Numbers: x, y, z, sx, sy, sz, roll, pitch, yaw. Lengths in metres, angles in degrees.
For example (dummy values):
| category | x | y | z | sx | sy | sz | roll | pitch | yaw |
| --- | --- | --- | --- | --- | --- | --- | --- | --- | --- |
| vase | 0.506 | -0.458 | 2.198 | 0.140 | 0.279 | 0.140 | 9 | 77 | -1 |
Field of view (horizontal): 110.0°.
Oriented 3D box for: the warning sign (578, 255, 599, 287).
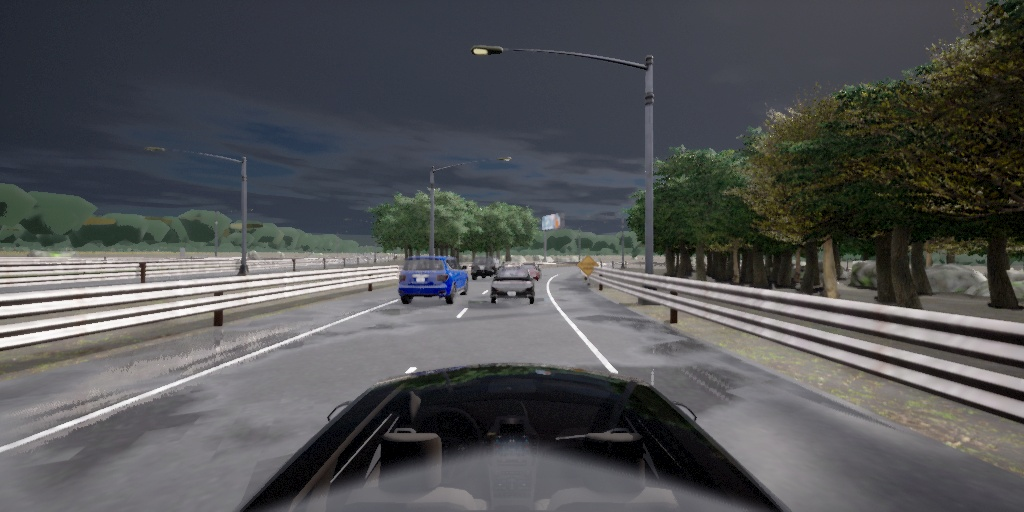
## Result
| category | x | y | z | sx | sy | sz | roll | pitch | yaw |
| --- | --- | --- | --- | --- | --- | --- | --- | --- | --- |
| warning sign | 4.618 | 0.875 | 21.673 | 1.300 | 1.860 | 1.060 | 0 | 0 | 5 |

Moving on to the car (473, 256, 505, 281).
| category | x | y | z | sx | sy | sz | roll | pitch | yaw |
| --- | --- | --- | --- | --- | --- | --- | --- | --- | --- |
| car | -1.966 | 1.062 | 31.180 | 2.150 | 2.045 | 5.566 | 0 | 0 | 9 |

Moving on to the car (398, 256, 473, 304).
| category | x | y | z | sx | sy | sz | roll | pitch | yaw |
| --- | --- | --- | --- | --- | --- | --- | --- | --- | --- |
| car | -3.408 | 1.014 | 16.463 | 2.150 | 2.045 | 5.566 | 0 | 0 | 2 |

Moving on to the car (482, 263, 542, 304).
| category | x | y | z | sx | sy | sz | roll | pitch | yaw |
| --- | --- | --- | --- | --- | --- | --- | --- | --- | --- |
| car | 0.088 | 1.249 | 16.299 | 2.128 | 1.511 | 4.902 | 0 | 0 | 2 |
